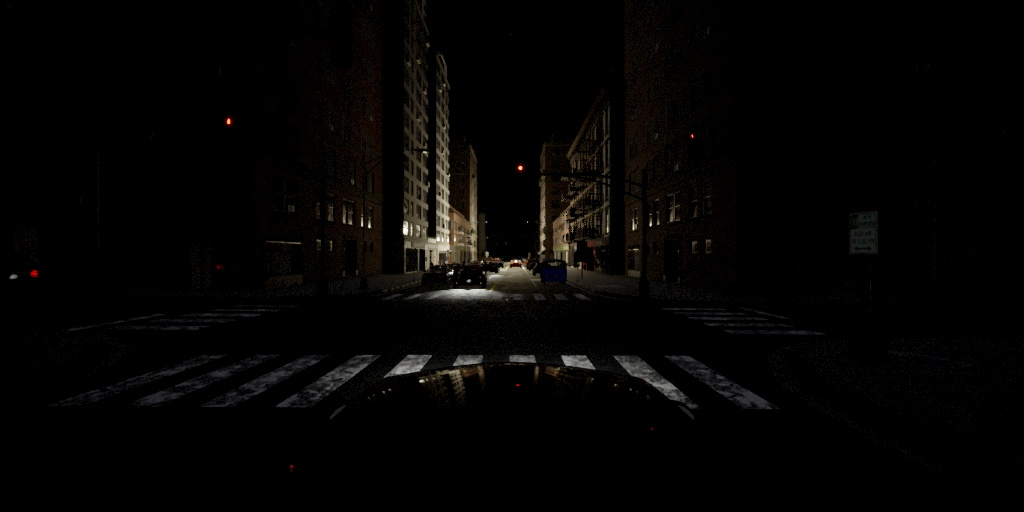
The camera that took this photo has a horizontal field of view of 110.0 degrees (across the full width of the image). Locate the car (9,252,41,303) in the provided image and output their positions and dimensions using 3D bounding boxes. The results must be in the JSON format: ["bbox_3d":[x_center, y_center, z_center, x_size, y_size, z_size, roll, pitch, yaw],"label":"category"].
[{"bbox_3d":[-21.332,0.847,13.414,5.566,2.045,2.150,0,0,0],"label":"car"}]

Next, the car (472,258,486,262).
[{"bbox_3d":[-4.957,1.268,48.019,1.751,1.417,4.829,0,0,1],"label":"car"}]

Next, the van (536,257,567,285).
[{"bbox_3d":[2.855,1.089,25.395,1.690,1.789,3.998,0,0,1],"label":"van"}]

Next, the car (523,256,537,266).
[{"bbox_3d":[3.123,1.054,53.801,2.192,1.841,5.009,0,0,1],"label":"car"}]

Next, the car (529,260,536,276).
[{"bbox_3d":[2.962,1.329,36.757,1.802,1.307,4.207,0,0,1],"label":"car"}]

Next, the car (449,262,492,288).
[{"bbox_3d":[-2.597,1.313,23.365,1.994,1.385,4.181,0,0,-1],"label":"car"}]

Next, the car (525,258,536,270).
[{"bbox_3d":[3.069,1.325,48.120,1.802,1.307,4.207,0,0,1],"label":"car"}]

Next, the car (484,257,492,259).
[{"bbox_3d":[-4.795,1.296,65.234,1.948,1.339,4.313,0,0,1],"label":"car"}]

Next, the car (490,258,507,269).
[{"bbox_3d":[-2.266,1.338,56.763,1.895,1.301,4.718,0,0,1],"label":"car"}]

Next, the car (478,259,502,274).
[{"bbox_3d":[-2.476,1.347,40.924,1.895,1.301,4.718,0,0,1],"label":"car"}]

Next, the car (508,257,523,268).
[{"bbox_3d":[0.639,1.336,59.078,1.895,1.301,4.718,0,0,1],"label":"car"}]

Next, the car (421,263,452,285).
[{"bbox_3d":[-5.170,1.299,25.462,2.007,1.370,4.403,0,0,1],"label":"car"}]
